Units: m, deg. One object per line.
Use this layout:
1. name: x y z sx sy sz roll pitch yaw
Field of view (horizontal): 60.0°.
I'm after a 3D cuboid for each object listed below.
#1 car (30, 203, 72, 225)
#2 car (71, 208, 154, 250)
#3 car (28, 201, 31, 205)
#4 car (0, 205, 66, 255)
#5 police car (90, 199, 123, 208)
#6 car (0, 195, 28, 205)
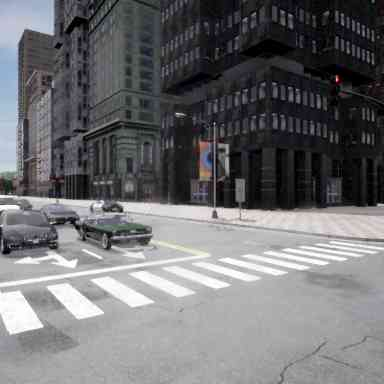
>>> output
1. car: -9.134 1.539 22.439 2.033 1.411 5.357 0 0 -35
2. car: -3.530 1.595 14.554 1.895 1.301 4.718 0 0 -35
3. car: -18.100 1.498 35.093 1.837 1.490 4.892 0 0 -35
4. car: -6.909 1.504 13.696 1.837 1.490 4.892 0 0 -35
5. police car: -8.670 1.488 33.180 2.038 1.542 4.974 0 0 -35
6. car: -12.600 1.218 21.682 2.150 2.045 5.566 0 0 -36
